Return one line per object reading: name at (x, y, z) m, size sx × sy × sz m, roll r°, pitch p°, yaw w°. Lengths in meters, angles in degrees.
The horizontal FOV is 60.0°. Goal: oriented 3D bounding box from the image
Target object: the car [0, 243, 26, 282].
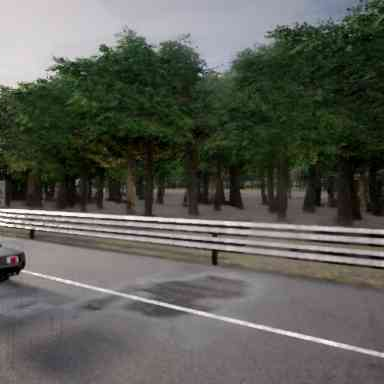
car at (-6.376, 1.624, 8.520) m, size 4.718 × 1.301 × 1.895 m, roll 0°, pitch 0°, yaw 35°
